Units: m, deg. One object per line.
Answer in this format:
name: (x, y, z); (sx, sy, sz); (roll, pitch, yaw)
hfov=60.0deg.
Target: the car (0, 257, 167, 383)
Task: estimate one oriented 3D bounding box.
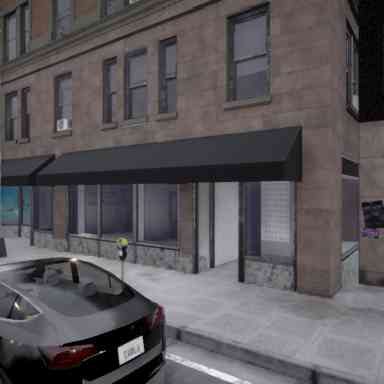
car: (-2.280, 1.566, 4.428); (4.313, 1.339, 1.947); (0, 0, 35)
